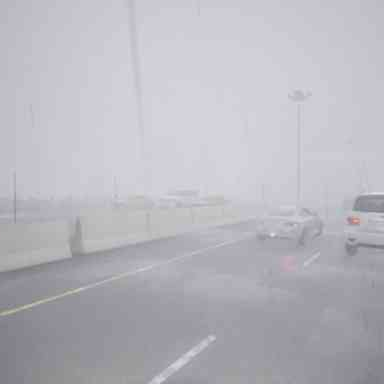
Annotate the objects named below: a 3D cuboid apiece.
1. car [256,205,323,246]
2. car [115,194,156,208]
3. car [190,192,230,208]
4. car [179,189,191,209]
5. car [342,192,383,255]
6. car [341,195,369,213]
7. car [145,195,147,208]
[{"bbox_3d":[4.177,1.269,14.025,1.812,1.442,4.674,1,1,33],"label":"car"},{"bbox_3d":[-6.227,0.954,37.102,1.812,1.442,4.674,1,1,33],"label":"car"},{"bbox_3d":[1.669,1.023,29.962,1.882,1.535,5.008,1,1,33],"label":"car"},{"bbox_3d":[-1.129,0.729,32.082,2.150,2.045,5.566,1,1,33],"label":"car"},{"bbox_3d":[6.839,1.007,11.682,2.150,2.045,5.566,1,1,33],"label":"car"},{"bbox_3d":[15.978,1.110,32.496,1.882,1.535,5.008,1,0,33],"label":"car"},{"bbox_3d":[-5.530,0.960,31.698,1.882,1.535,5.008,1,1,33],"label":"car"}]
